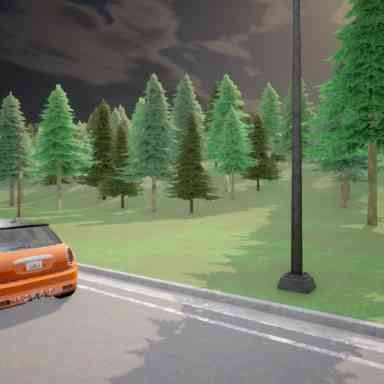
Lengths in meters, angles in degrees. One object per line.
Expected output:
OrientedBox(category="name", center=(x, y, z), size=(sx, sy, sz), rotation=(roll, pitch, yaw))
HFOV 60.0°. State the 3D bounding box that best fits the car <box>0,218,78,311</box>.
OrientedBox(category="car", center=(-4.586, 1.352, 7.265), size=(4.553, 1.767, 2.097), rotation=(0, 0, 36))
